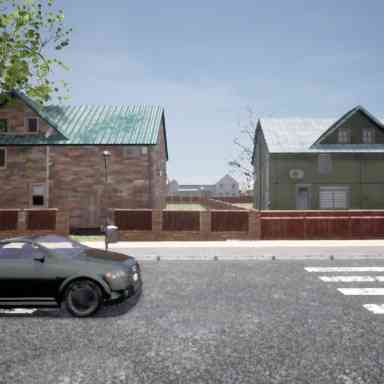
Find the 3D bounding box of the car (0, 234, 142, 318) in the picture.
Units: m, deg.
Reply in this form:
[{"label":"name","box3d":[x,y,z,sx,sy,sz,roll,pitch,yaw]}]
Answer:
[{"label":"car","box3d":[-3.183,1.605,6.991,4.181,1.385,1.994,0,-1,1]}]
